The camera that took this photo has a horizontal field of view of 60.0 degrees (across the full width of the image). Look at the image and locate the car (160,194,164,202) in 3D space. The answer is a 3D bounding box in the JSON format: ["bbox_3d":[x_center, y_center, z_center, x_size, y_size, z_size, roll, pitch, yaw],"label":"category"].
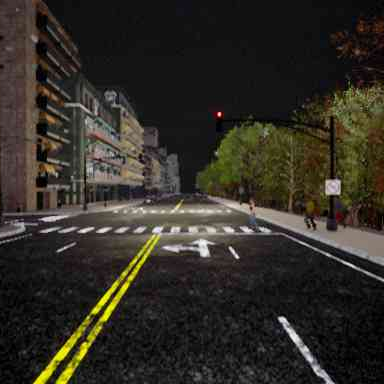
[{"bbox_3d":[-7.112,1.144,71.629,2.097,1.767,4.553,0,0,0],"label":"car"}]

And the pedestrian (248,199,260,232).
[{"bbox_3d":[3.361,1.235,18.344,0.375,1.860,0.375,0,0,0],"label":"pedestrian"}]

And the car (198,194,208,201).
[{"bbox_3d":[2.614,1.302,74.537,2.128,1.511,4.902,0,0,0],"label":"car"}]

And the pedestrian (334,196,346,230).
[{"bbox_3d":[7.818,1.085,17.781,0.375,1.860,0.375,0,0,0],"label":"pedestrian"}]

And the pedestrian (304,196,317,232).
[{"bbox_3d":[6.048,1.087,17.068,0.375,1.860,0.375,0,0,0],"label":"pedestrian"}]

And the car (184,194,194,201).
[{"bbox_3d":[-0.636,1.302,74.506,2.128,1.511,4.902,0,0,0],"label":"car"}]

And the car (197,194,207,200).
[{"bbox_3d":[2.525,1.215,84.956,2.128,1.511,4.902,0,0,0],"label":"car"}]

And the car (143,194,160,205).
[{"bbox_3d":[-7.044,1.325,55.921,2.128,1.511,4.902,0,0,0],"label":"car"}]

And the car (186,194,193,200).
[{"bbox_3d":[-0.724,1.214,84.929,1.812,1.442,4.674,0,0,0],"label":"car"}]
